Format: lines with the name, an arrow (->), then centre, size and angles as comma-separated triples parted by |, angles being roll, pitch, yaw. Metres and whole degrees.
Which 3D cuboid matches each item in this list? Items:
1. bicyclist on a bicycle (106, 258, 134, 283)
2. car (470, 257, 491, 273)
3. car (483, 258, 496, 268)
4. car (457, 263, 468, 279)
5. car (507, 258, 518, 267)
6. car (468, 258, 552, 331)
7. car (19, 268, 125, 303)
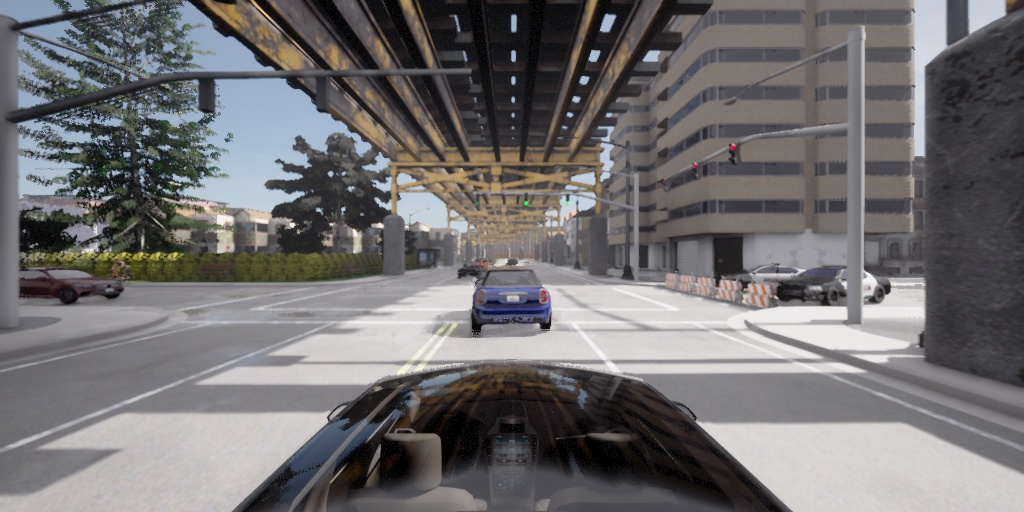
bicyclist on a bicycle -> -25.254, 0.983, 23.107 | 0.582, 1.620, 1.656 | 0, 0, 0
car -> -3.569, 0.972, 41.495 | 2.097, 1.767, 4.553 | 0, 0, 0
car -> -3.478, 1.070, 56.614 | 1.837, 1.490, 4.892 | 0, 0, 0
car -> -3.606, 1.252, 31.615 | 1.895, 1.301, 4.718 | 0, 0, 1
car -> 0.128, 1.060, 61.070 | 1.837, 1.490, 4.892 | 0, 0, 0
car -> -0.176, 1.071, 11.038 | 2.097, 1.767, 4.553 | 0, 0, -5
car -> -19.852, 1.230, 15.617 | 4.674, 1.442, 1.812 | 0, 0, 0
